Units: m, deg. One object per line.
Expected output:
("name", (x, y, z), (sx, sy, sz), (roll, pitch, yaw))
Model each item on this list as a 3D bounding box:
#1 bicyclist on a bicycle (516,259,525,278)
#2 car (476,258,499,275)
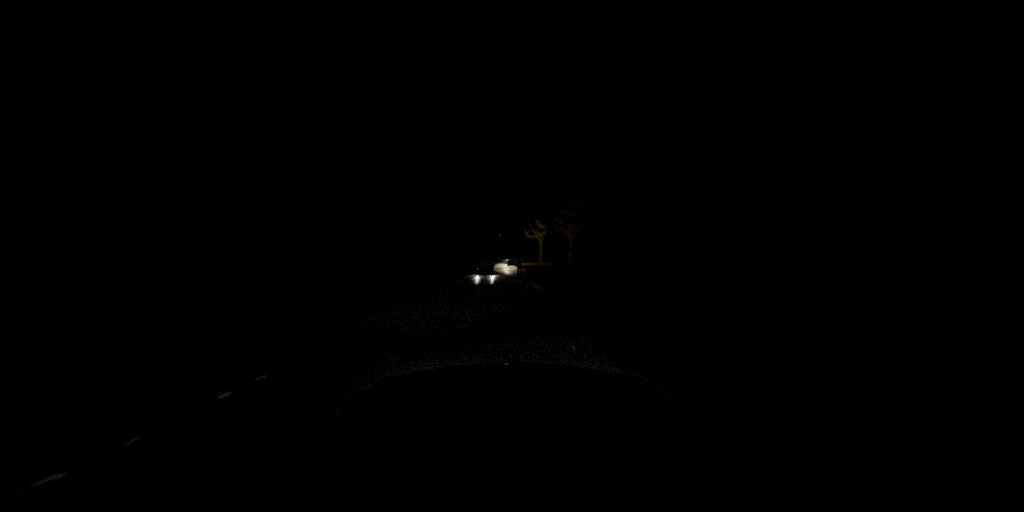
("bicyclist on a bicycle", (0.748, 1.207, 33.053), (0.866, 1.612, 1.509), (0, 0, 0))
("car", (-2.822, 1.251, 39.396), (1.882, 1.535, 5.008), (0, 0, 0))
